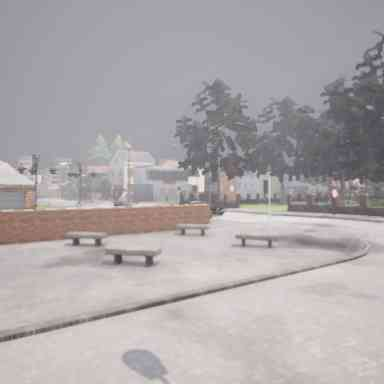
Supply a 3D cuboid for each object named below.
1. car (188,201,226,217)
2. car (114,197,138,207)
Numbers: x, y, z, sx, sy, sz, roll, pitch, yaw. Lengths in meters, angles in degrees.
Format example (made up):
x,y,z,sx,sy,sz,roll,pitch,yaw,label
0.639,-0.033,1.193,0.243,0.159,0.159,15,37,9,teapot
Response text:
x,y,z,sx,sy,sz,roll,pitch,yaw,label
0.956,1.525,30.003,1.895,1.301,4.718,0,0,-35,car
-8.735,1.450,43.770,1.812,1.442,4.674,0,0,-35,car
